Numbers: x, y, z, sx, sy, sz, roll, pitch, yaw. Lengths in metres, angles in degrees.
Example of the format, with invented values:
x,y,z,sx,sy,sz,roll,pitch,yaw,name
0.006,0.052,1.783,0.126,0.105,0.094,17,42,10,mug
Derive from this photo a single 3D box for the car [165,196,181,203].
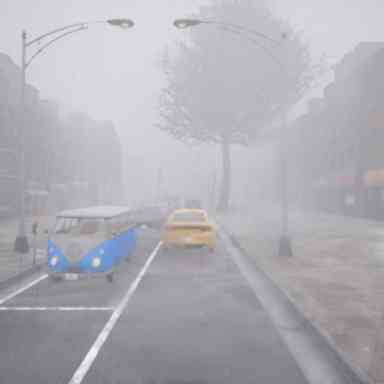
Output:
x,y,z,sx,sy,sz,roll,pitch,yaw,name
-2.626,1.475,37.026,2.008,1.369,4.403,1,0,0,car

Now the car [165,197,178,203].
x,y,z,sx,sy,sz,roll,pitch,yaw,name
-2.625,1.479,31.491,1.887,1.381,4.507,2,0,0,car

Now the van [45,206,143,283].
x,y,z,sx,sy,sz,roll,pitch,yaw,name
-2.614,1.319,9.349,1.690,1.788,3.998,2,0,0,van

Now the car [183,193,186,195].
x,y,z,sx,sy,sz,roll,pitch,yaw,name
-2.639,1.438,91.585,1.947,1.339,4.313,1,0,0,car

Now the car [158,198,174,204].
x,y,z,sx,sy,sz,roll,pitch,yaw,name
-2.623,1.470,25.786,1.752,1.417,4.829,2,0,0,car

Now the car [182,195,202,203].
x,y,z,sx,sy,sz,roll,pitch,yaw,name
0.093,1.423,38.050,1.837,1.490,4.892,0,-1,0,car

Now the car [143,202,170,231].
x,y,z,sx,sy,sz,roll,pitch,yaw,name
-2.623,1.520,20.420,1.947,1.339,4.313,2,0,0,car

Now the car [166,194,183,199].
x,y,z,sx,sy,sz,roll,pitch,yaw,name
-2.622,1.232,42.560,2.192,1.841,5.009,1,0,0,car

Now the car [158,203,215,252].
x,y,z,sx,sy,sz,roll,pitch,yaw,name
-0.092,1.446,13.784,1.882,1.535,5.008,0,0,1,car

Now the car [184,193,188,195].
x,y,z,sx,sy,sz,roll,pitch,yaw,name
0.093,1.382,53.337,1.882,1.535,5.008,0,0,0,car
